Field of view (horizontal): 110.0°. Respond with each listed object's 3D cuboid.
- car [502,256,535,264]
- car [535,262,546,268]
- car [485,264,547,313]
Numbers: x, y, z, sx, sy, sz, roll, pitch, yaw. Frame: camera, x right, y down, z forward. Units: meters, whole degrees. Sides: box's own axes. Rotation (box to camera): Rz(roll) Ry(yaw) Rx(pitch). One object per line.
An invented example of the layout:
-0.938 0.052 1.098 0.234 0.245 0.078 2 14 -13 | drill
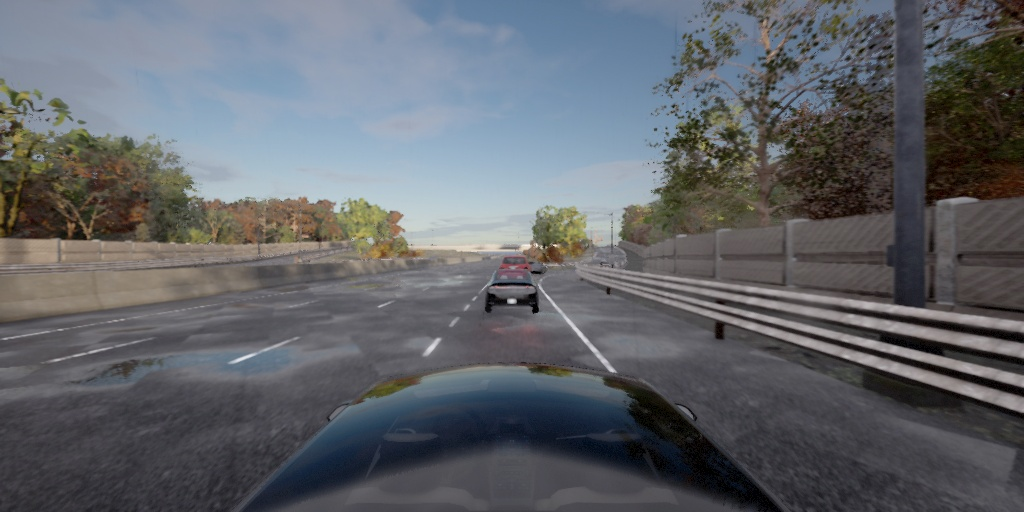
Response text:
0.369 0.991 26.777 2.150 2.045 5.566 0 0 5 | car
2.716 1.404 40.472 1.994 1.385 4.181 2 -1 14 | car
0.004 1.251 14.065 2.128 1.511 4.902 0 0 0 | car
